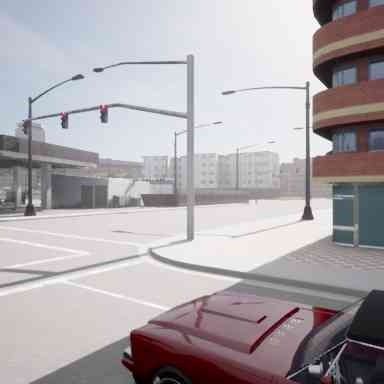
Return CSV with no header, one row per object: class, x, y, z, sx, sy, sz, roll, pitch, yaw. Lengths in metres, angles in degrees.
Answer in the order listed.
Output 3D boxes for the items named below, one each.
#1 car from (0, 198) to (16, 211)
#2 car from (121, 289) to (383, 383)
car,-22.264,1.456,38.776,3.806,1.475,1.970,0,0,36
car,1.605,1.601,2.828,4.718,1.301,1.895,0,0,36
